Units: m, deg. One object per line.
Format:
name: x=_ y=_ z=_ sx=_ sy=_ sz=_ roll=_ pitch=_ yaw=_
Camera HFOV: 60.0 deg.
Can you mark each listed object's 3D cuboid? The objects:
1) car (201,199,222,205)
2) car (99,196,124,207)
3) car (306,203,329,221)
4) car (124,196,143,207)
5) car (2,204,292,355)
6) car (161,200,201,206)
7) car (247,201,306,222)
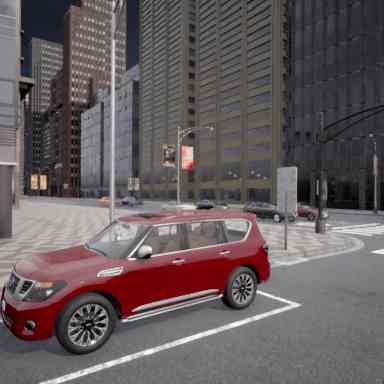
car: x=2.127 y=1.586 z=37.251 sx=2.128 sy=1.511 sz=4.902 roll=1 pitch=-1 yaw=-36
car: x=-13.066 y=1.507 z=52.928 sx=2.097 sy=1.767 sz=4.553 roll=1 pitch=0 yaw=-35
car: x=9.032 y=1.574 z=27.666 sx=1.812 sy=1.442 sz=4.674 roll=1 pitch=-1 yaw=-36
car: x=-9.651 y=1.527 z=53.729 sx=2.097 sy=1.767 sz=4.553 roll=1 pitch=0 yaw=-35
car: x=-0.672 y=1.315 z=6.290 sx=5.009 sy=1.841 sz=2.192 roll=0 pitch=0 yaw=-36
car: x=-1.471 y=1.677 z=36.682 sx=1.895 sy=1.301 sz=4.718 roll=1 pitch=-1 yaw=-36
car: x=6.108 y=1.530 z=26.166 sx=1.837 sy=1.490 sz=4.892 roll=1 pitch=0 yaw=-36
